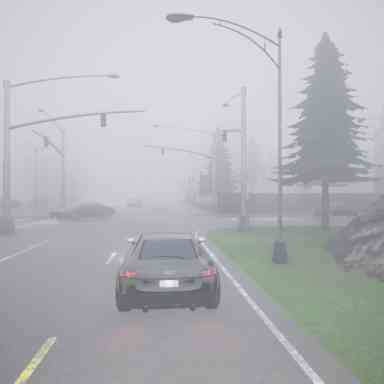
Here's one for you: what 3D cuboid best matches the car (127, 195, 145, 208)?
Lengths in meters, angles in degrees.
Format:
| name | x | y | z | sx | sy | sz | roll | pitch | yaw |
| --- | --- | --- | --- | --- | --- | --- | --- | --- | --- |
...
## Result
| name | x | y | z | sx | sy | sz | roll | pitch | yaw |
| --- | --- | --- | --- | --- | --- | --- | --- | --- | --- |
| car | -8.132 | 1.547 | 47.134 | 2.033 | 1.411 | 5.357 | 0 | 0 | -6 |

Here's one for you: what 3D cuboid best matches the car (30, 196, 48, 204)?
| name | x | y | z | sx | sy | sz | roll | pitch | yaw |
| --- | --- | --- | --- | --- | --- | --- | --- | --- | --- |
| car | -26.068 | 1.384 | 56.706 | 1.970 | 1.475 | 3.806 | 0 | 0 | -5 |

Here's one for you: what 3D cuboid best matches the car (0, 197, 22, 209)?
| name | x | y | z | sx | sy | sz | roll | pitch | yaw |
| --- | --- | --- | --- | --- | --- | --- | --- | --- | --- |
| car | -21.450 | 1.339 | 38.429 | 2.007 | 1.523 | 4.514 | 0 | 0 | -5 |

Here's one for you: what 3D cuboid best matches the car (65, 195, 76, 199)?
| name | x | y | z | sx | sy | sz | roll | pitch | yaw |
| --- | --- | --- | --- | --- | --- | --- | --- | --- | --- |
| car | -23.754 | 1.374 | 64.361 | 1.845 | 1.501 | 3.633 | 0 | 0 | -5 |

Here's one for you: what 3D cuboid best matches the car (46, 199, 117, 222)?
| name | x | y | z | sx | sy | sz | roll | pitch | yaw |
| --- | --- | --- | --- | --- | --- | --- | --- | --- | --- |
| car | -8.675 | 1.547 | 27.112 | 2.033 | 1.411 | 5.357 | 0 | 0 | 38 |

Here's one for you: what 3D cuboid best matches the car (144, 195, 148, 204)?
| name | x | y | z | sx | sy | sz | roll | pitch | yaw |
| --- | --- | --- | --- | --- | --- | --- | --- | --- | --- |
| car | -9.842 | 1.351 | 65.155 | 2.097 | 1.767 | 4.553 | 0 | 0 | -5 |

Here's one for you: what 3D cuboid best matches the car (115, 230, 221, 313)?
| name | x | y | z | sx | sy | sz | roll | pitch | yaw |
| --- | --- | --- | --- | --- | --- | --- | --- | --- | --- |
| car | -0.584 | 1.564 | 7.784 | 1.994 | 1.385 | 4.181 | 0 | 0 | -5 |

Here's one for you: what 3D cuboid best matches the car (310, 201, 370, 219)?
| name | x | y | z | sx | sy | sz | roll | pitch | yaw |
| --- | --- | --- | --- | --- | --- | --- | --- | --- | --- |
| car | 12.626 | 1.491 | 28.457 | 4.902 | 1.511 | 2.128 | 0 | 0 | -7 |
